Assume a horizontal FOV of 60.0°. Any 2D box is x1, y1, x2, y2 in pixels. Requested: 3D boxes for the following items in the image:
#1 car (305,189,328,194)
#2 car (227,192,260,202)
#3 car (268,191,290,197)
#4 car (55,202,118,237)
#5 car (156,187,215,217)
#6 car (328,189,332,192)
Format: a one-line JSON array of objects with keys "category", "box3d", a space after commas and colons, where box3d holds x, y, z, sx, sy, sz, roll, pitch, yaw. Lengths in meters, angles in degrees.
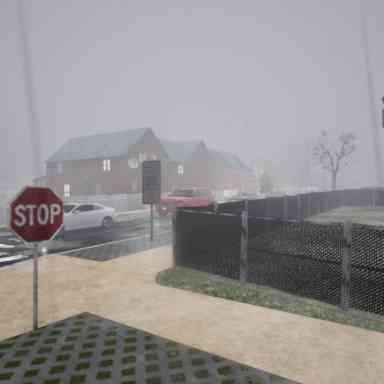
[{"category": "car", "box3d": [16.428, 0.411, 44.632, 1.812, 1.442, 4.674, 0, 1, 33]}, {"category": "car", "box3d": [5.194, 0.737, 33.003, 2.128, 1.511, 4.902, 0, 1, 34]}, {"category": "car", "box3d": [10.760, 0.581, 41.346, 1.994, 1.385, 4.181, 0, 1, 34]}, {"category": "car", "box3d": [-5.799, 1.241, 16.548, 1.812, 1.442, 4.674, 0, 1, 36]}, {"category": "car", "box3d": [-0.324, 0.702, 24.703, 2.150, 2.045, 5.566, 0, 1, 34]}, {"category": "car", "box3d": [21.954, 0.234, 52.976, 1.994, 1.385, 4.181, 0, 1, 34]}]
